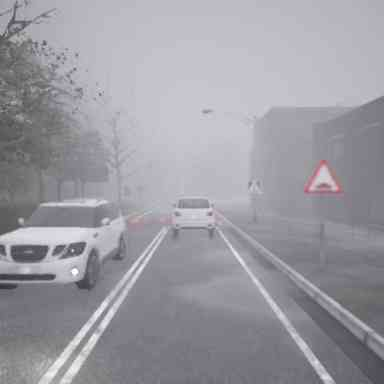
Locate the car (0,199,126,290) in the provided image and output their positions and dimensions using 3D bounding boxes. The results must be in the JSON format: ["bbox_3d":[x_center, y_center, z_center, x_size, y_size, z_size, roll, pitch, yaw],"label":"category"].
[{"bbox_3d":[-3.356,1.242,9.487,2.150,2.045,5.566,0,0,0],"label":"car"}]

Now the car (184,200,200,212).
[{"bbox_3d":[0.011,1.713,42.641,1.895,1.301,4.718,0,0,0],"label":"car"}]

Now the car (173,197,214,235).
[{"bbox_3d":[0.080,1.269,19.095,2.150,2.045,5.566,0,0,0],"label":"car"}]
